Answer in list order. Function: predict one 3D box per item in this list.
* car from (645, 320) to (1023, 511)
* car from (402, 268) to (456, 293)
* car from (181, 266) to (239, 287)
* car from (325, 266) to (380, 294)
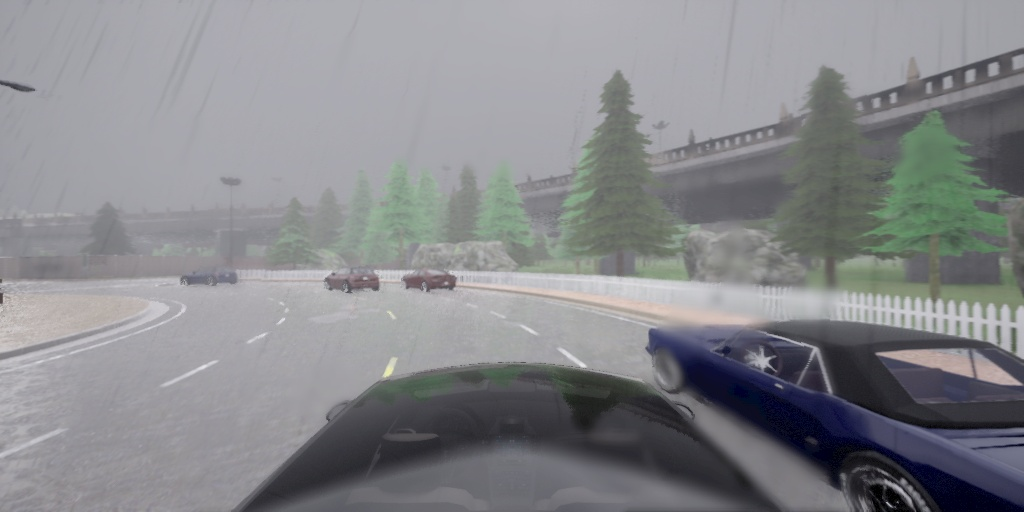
[{"bbox_3d":[3.247,1.336,3.783,1.895,1.301,4.718,-1,-1,-4],"label":"car"},{"bbox_3d":[-5.595,1.528,23.765,1.882,1.535,5.008,0,-1,-40],"label":"car"},{"bbox_3d":[-26.659,1.725,31.638,4.553,1.767,2.097,-1,-1,15],"label":"car"},{"bbox_3d":[-10.765,1.463,23.999,4.553,1.767,2.097,-1,-1,43],"label":"car"}]
